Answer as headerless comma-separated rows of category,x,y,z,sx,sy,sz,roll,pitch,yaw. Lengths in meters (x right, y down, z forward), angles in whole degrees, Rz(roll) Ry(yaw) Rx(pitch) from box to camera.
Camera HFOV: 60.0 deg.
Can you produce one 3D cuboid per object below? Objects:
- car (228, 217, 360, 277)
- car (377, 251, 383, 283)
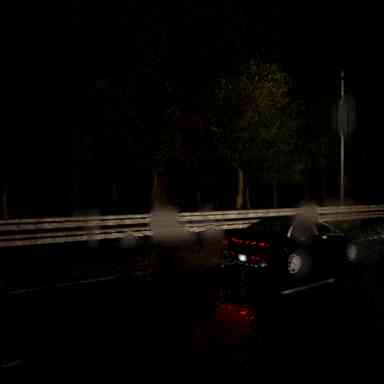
car,3.340,1.543,10.433,4.892,1.490,1.837,0,0,-35
car,6.526,1.607,8.405,4.181,1.385,1.994,0,0,-36
